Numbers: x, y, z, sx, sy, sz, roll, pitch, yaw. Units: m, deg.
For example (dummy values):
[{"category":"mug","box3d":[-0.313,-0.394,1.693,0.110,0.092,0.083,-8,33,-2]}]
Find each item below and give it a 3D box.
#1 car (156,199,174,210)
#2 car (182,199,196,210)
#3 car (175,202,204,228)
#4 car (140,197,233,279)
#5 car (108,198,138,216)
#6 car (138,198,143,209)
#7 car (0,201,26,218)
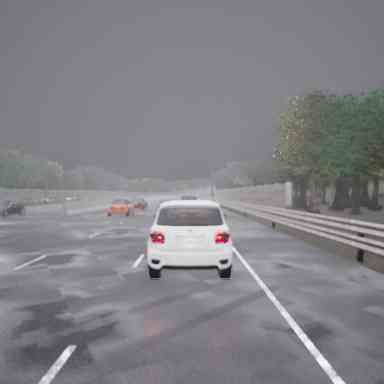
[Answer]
[{"category":"car","box3d":[-3.995,1.805,49.871,2.033,1.411,5.357,0,0,1]},{"category":"car","box3d":[-0.436,1.750,47.281,1.837,1.490,4.892,0,0,-1]},{"category":"car","box3d":[-0.182,1.602,24.184,1.882,1.535,5.008,0,0,-1]},{"category":"car","box3d":[-0.047,1.271,10.383,2.150,2.045,5.566,0,-1,0]},{"category":"car","box3d":[-7.236,1.529,34.471,2.097,1.767,4.553,0,0,-1]},{"category":"car","box3d":[-7.420,1.591,46.325,2.097,1.767,4.553,0,0,-1]},{"category":"car","box3d":[-17.894,1.655,32.108,2.128,1.511,4.902,0,0,-1]}]
